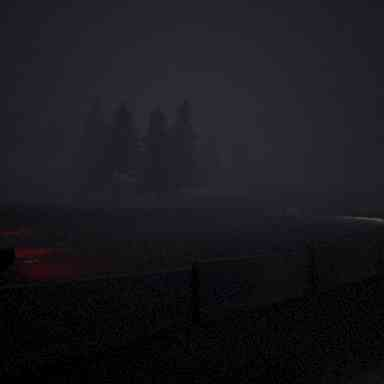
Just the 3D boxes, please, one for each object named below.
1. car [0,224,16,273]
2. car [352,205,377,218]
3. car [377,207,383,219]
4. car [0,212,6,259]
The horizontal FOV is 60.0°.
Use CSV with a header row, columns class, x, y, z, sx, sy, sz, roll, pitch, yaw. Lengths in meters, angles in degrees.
class,x,y,z,sx,sy,sz,roll,pitch,yaw
car,-6.848,1.579,7.712,4.718,1.301,1.895,1,0,-35
car,21.583,2.349,40.786,4.674,1.442,1.812,2,-1,-35
car,23.592,2.302,37.921,5.008,1.535,1.882,2,-1,-35
car,-8.826,1.482,10.600,4.892,1.490,1.837,1,0,-35
